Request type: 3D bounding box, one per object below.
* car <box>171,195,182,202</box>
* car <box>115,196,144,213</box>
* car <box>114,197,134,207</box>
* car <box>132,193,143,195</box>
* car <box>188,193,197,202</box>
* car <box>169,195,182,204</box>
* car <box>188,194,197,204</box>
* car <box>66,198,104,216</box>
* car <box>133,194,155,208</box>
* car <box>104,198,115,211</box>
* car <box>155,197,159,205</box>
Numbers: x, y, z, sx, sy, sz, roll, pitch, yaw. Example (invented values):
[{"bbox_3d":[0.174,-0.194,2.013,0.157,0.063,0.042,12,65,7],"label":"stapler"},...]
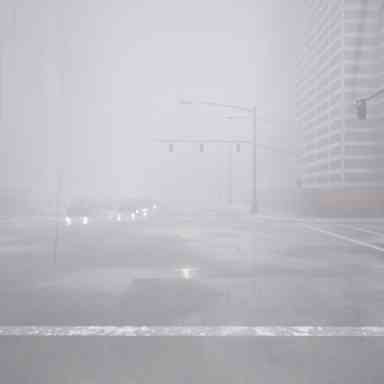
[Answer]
[{"bbox_3d":[-3.366,1.353,74.353,2.128,1.511,4.902,0,0,0],"label":"car"},{"bbox_3d":[-7.032,1.504,37.811,1.837,1.490,4.892,0,0,0],"label":"car"},{"bbox_3d":[-10.502,1.547,51.739,2.033,1.411,5.357,0,0,0],"label":"car"},{"bbox_3d":[-10.444,1.477,62.020,1.882,1.535,5.008,0,0,0],"label":"car"},{"bbox_3d":[0.134,1.183,74.317,2.097,1.767,4.553,0,0,0],"label":"car"},{"bbox_3d":[-3.385,1.491,64.069,2.128,1.511,4.902,0,0,0],"label":"car"},{"bbox_3d":[0.115,1.546,64.062,2.033,1.411,5.357,0,0,0],"label":"car"},{"bbox_3d":[-10.579,1.352,32.696,2.097,1.767,4.553,0,0,1],"label":"car"},{"bbox_3d":[-7.010,1.491,48.161,2.128,1.511,4.902,0,0,0],"label":"car"},{"bbox_3d":[-10.522,1.477,41.828,1.882,1.535,5.008,0,0,0],"label":"car"},{"bbox_3d":[-6.974,1.600,58.485,1.895,1.301,4.718,0,0,0],"label":"car"}]
